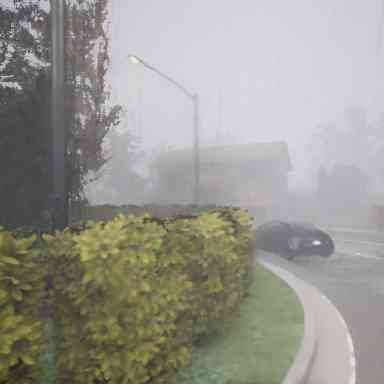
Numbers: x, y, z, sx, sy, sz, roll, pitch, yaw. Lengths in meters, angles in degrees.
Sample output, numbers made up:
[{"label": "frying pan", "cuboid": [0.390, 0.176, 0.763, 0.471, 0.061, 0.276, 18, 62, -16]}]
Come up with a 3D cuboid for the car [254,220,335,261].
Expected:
[{"label": "car", "cuboid": [3.778, 1.825, 13.688, 1.994, 1.385, 4.181, 0, -1, -19]}]
